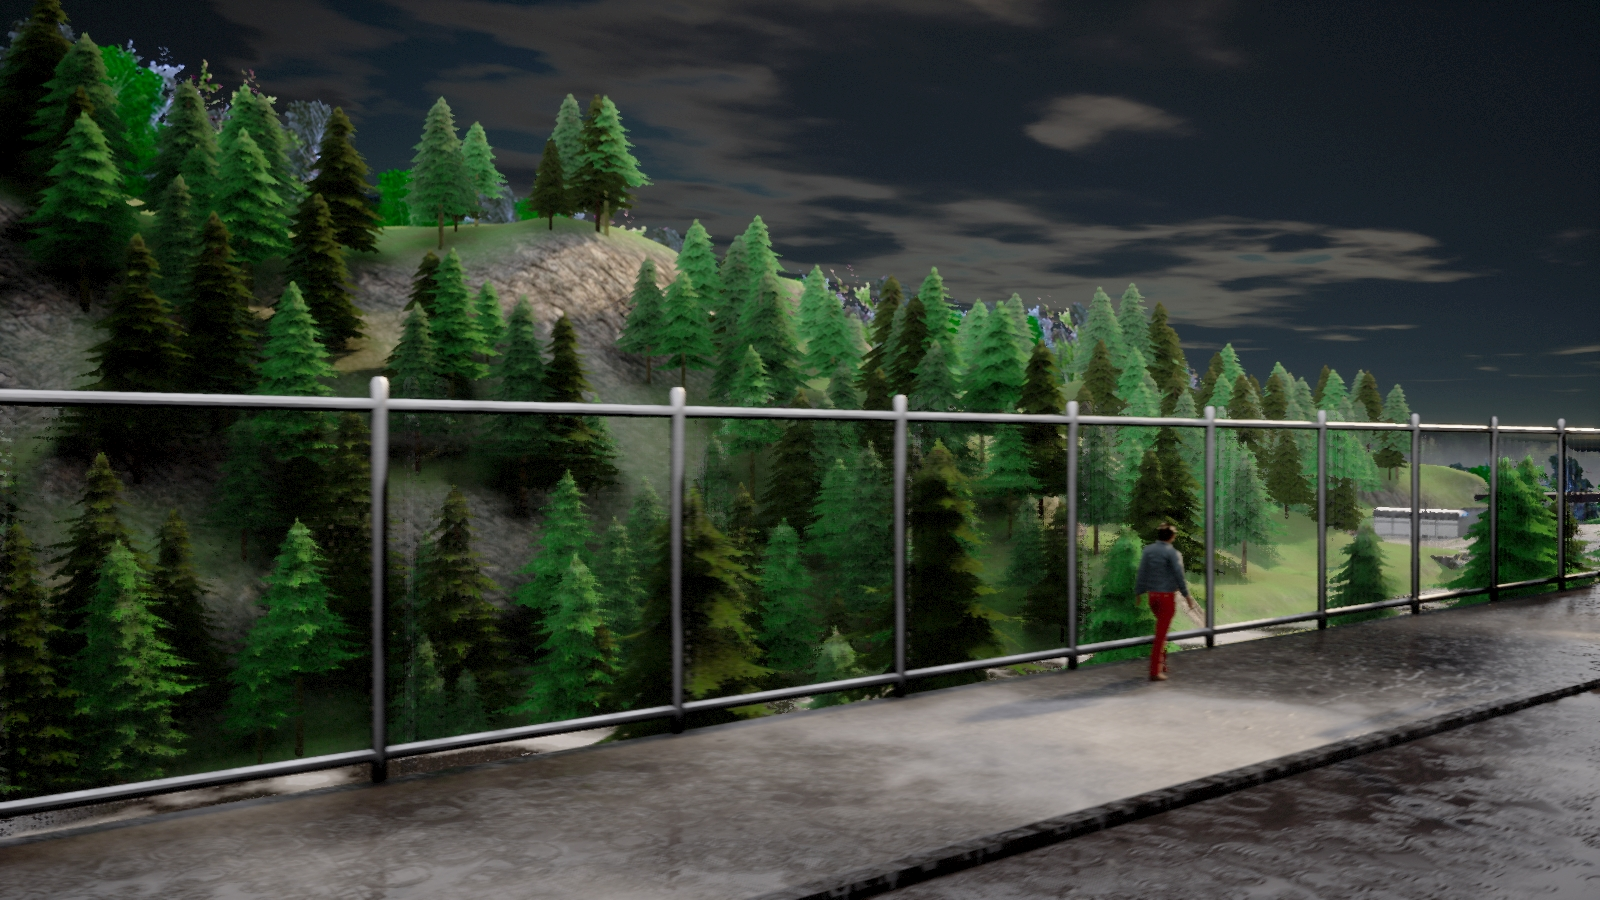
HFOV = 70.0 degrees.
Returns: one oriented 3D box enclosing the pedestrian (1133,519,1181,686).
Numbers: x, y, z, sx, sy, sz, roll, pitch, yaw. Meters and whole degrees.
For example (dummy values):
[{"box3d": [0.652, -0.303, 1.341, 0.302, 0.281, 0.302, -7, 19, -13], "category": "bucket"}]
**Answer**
[{"box3d": [4.134, 1.745, 13.225, 0.375, 1.860, 0.375, 0, 0, -35], "category": "pedestrian"}]
